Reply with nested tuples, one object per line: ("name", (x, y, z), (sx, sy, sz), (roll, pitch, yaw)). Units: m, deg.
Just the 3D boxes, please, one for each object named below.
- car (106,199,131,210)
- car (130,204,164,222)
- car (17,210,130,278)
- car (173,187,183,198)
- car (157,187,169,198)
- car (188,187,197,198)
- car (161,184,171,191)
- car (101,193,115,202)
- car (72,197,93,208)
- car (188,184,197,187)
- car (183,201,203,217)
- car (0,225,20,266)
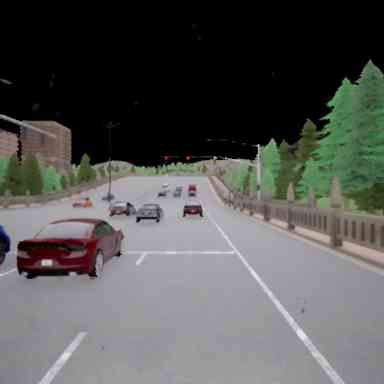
("car", (-6.927, 1.707, 33.494), (1.812, 1.442, 4.674), (0, 0, 0))
("car", (-3.415, 1.697, 27.532), (2.033, 1.411, 5.357), (0, 0, 0))
("car", (-3.418, 1.534, 10.321), (1.882, 1.535, 5.008), (0, 0, 0))
("car", (-3.442, 0.450, 76.709), (2.033, 1.411, 5.357), (0, 6, 0))
("car", (-6.940, 0.371, 77.137), (1.837, 1.490, 4.892), (0, 6, 0))
("car", (0.060, 0.371, 77.101), (1.837, 1.490, 4.892), (0, 6, 0))
("car", (-6.887, -1.190, 87.156), (2.150, 2.045, 5.566), (0, 7, 0))
("car", (-17.481, 1.084, 69.260), (1.882, 1.535, 5.008), (0, 4, 0))
("car", (-17.571, 1.615, 53.312), (2.097, 1.767, 4.553), (0, 0, 0))
("car", (0.112, -1.190, 87.119), (2.150, 2.045, 5.566), (0, 7, 0))
("car", (0.086, 1.662, 34.035), (1.882, 1.535, 5.008), (0, 0, 0))
("car", (-6.917, 1.266, 8.320), (2.150, 2.045, 5.566), (0, 0, 0))
